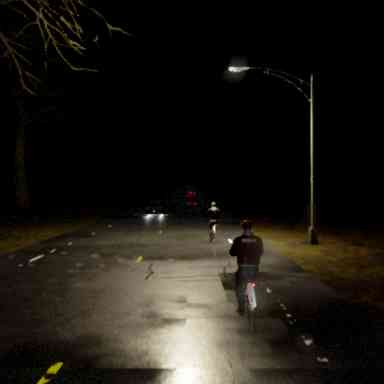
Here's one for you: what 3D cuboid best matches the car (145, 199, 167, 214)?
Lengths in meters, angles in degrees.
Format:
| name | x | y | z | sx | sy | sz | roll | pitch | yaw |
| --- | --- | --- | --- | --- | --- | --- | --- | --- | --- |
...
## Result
| name | x | y | z | sx | sy | sz | roll | pitch | yaw |
| --- | --- | --- | --- | --- | --- | --- | --- | --- | --- |
| car | -3.601 | 1.414 | 34.045 | 2.033 | 1.411 | 5.357 | 0 | 0 | 0 |

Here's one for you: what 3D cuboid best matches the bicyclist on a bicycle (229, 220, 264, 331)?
| name | x | y | z | sx | sy | sz | roll | pitch | yaw |
| --- | --- | --- | --- | --- | --- | --- | --- | --- | --- |
| bicyclist on a bicycle | 0.963 | 1.369 | 6.011 | 0.659 | 1.776 | 1.843 | 0 | 0 | 0 |

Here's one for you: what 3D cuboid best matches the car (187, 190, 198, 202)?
| name | x | y | z | sx | sy | sz | roll | pitch | yaw |
| --- | --- | --- | --- | --- | --- | --- | --- | --- | --- |
| car | 0.065 | 0.955 | 60.834 | 2.128 | 1.511 | 4.902 | 0 | 1 | 0 |

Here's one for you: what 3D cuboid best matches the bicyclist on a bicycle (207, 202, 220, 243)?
| name | x | y | z | sx | sy | sz | roll | pitch | yaw |
| --- | --- | --- | --- | --- | --- | --- | --- | --- | --- |
| bicyclist on a bicycle | 0.962 | 1.343 | 14.979 | 0.659 | 1.776 | 1.843 | 0 | 0 | 0 |
